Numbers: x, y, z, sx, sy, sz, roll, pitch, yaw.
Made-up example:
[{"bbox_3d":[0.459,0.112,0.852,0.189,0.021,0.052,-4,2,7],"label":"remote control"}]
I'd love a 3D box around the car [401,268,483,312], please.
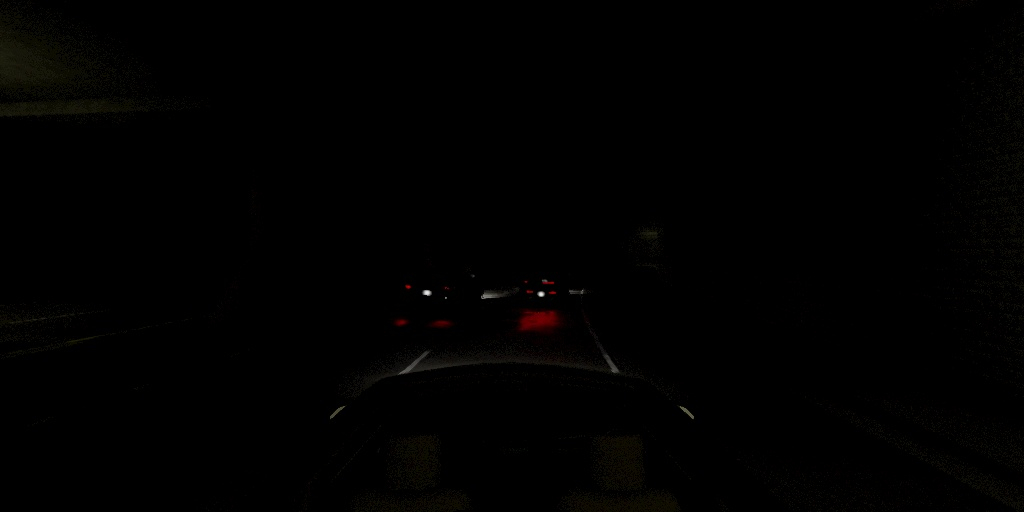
[{"bbox_3d":[-2.416,1.120,13.325,1.994,1.385,4.181,1,1,8],"label":"car"}]

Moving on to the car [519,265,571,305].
[{"bbox_3d":[1.471,1.132,15.504,1.837,1.490,4.892,1,1,10],"label":"car"}]
